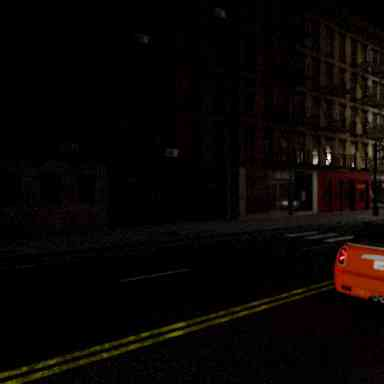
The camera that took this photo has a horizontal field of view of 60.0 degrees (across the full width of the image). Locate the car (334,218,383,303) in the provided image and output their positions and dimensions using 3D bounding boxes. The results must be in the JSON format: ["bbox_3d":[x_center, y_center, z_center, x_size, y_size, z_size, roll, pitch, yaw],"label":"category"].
[{"bbox_3d":[5.052,1.285,7.004,4.553,1.767,2.097,-1,0,-35],"label":"car"}]
